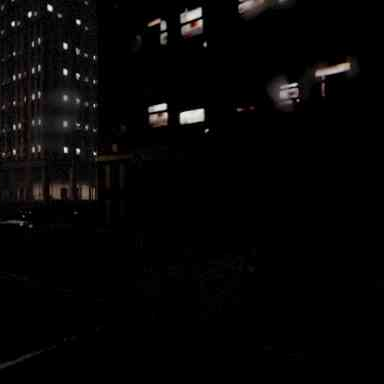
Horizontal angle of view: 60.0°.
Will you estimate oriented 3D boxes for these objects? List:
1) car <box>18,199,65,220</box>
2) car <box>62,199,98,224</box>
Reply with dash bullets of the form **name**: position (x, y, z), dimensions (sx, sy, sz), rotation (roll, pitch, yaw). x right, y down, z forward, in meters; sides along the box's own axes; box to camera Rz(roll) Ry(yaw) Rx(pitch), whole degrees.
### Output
- **car**: position (-10.282, 1.273, 25.504), dimensions (2.033, 1.411, 5.357), rotation (0, 1, 35)
- **car**: position (-5.827, 1.275, 21.753), dimensions (1.947, 1.339, 4.313), rotation (1, 1, 35)
